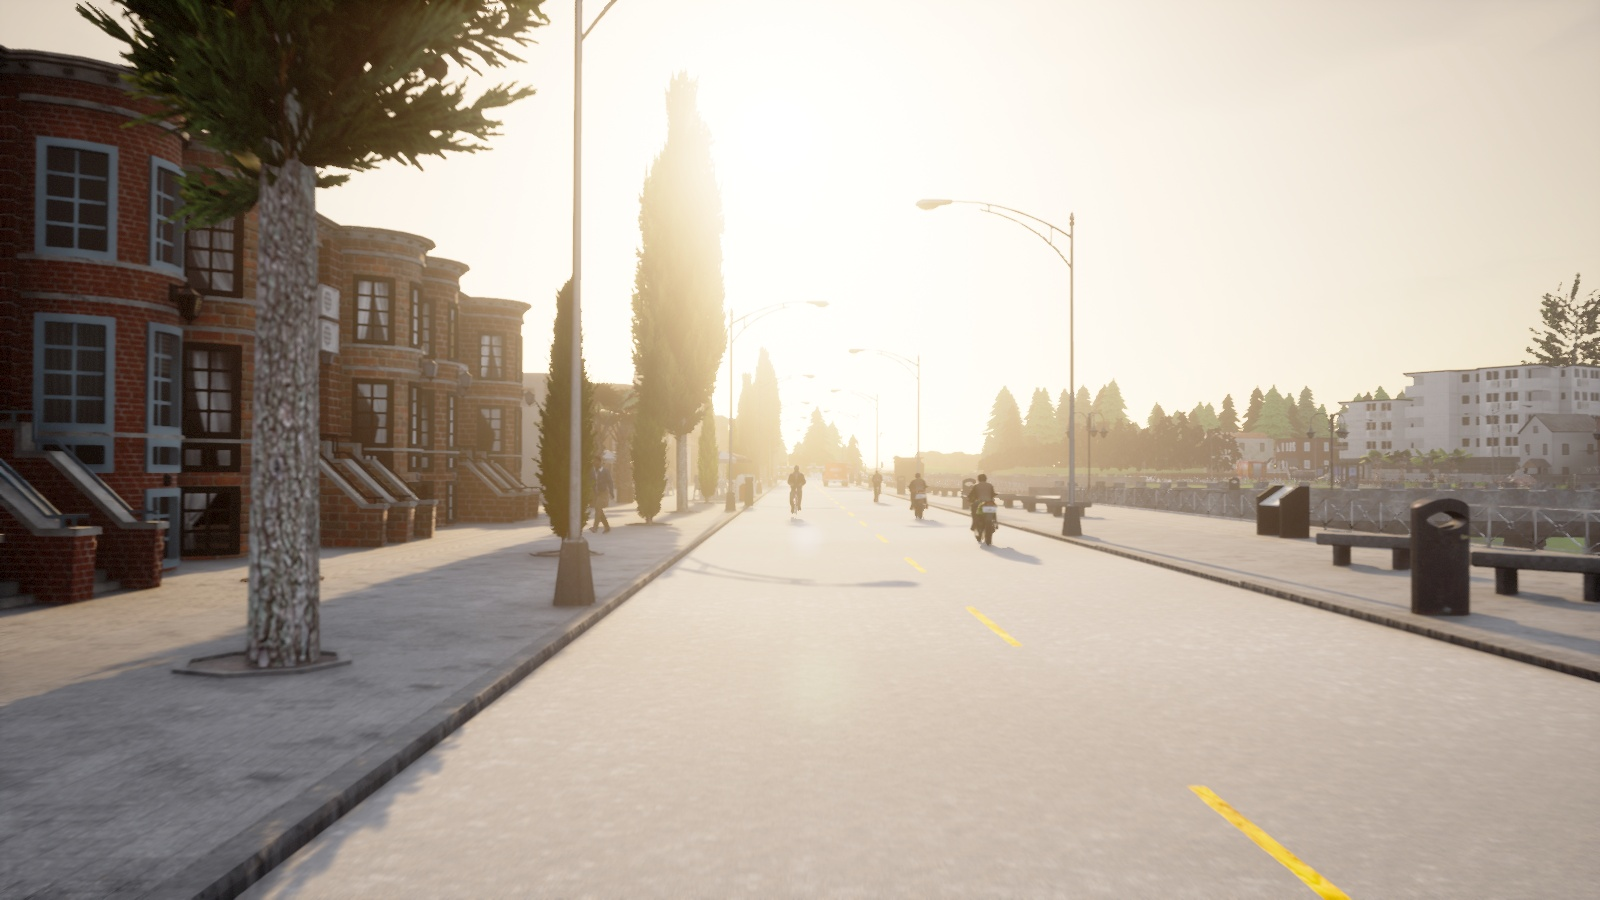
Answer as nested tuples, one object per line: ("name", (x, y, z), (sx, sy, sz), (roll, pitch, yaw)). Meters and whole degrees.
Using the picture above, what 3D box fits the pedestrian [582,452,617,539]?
("pedestrian", (-4.538, 1.020, 28.510), (0.423, 1.949, 0.788), (-1, -1, 24))

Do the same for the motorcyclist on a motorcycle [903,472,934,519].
("motorcyclist on a motorcycle", (3.892, 1.474, 41.405), (0.797, 1.523, 2.044), (0, -1, 0))

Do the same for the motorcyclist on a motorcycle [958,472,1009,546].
("motorcyclist on a motorcycle", (3.929, 1.234, 27.051), (0.797, 1.523, 2.044), (0, -1, 0))
